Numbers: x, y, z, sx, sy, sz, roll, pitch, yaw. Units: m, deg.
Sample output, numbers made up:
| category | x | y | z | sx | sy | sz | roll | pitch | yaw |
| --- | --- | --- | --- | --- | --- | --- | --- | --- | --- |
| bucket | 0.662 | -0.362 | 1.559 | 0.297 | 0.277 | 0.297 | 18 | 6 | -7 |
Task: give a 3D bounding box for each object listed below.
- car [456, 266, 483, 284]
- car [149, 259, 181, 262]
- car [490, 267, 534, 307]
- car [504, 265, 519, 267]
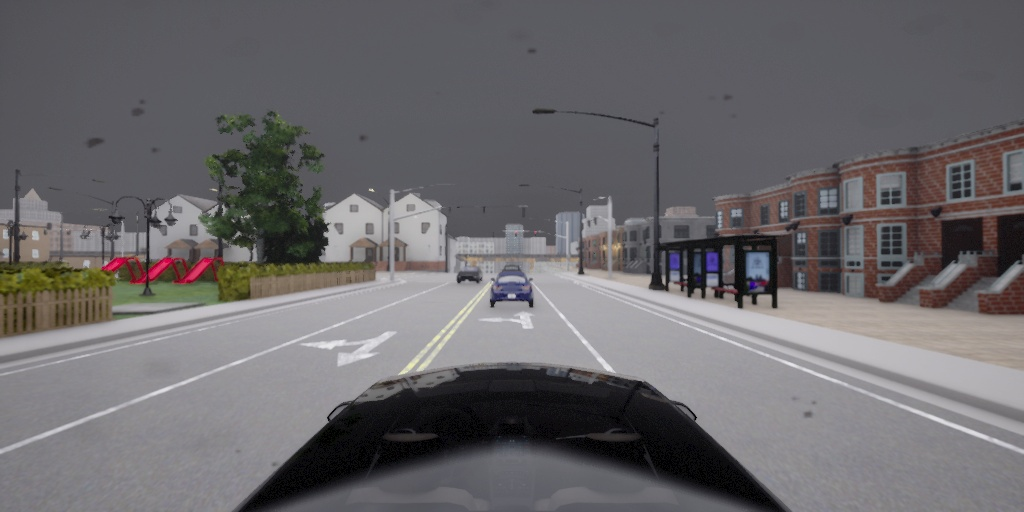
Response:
| category | x | y | z | sx | sy | sz | roll | pitch | yaw |
| --- | --- | --- | --- | --- | --- | --- | --- | --- | --- |
| car | -3.516 | 1.566 | 30.614 | 2.033 | 1.411 | 5.357 | 0 | -1 | 0 |
| car | -44.548 | 1.415 | 45.081 | 5.566 | 2.045 | 2.150 | 0 | -1 | 0 |
| car | -0.004 | 1.411 | 16.227 | 1.812 | 1.442 | 4.674 | 0 | 0 | 0 |
| car | -0.012 | 1.532 | 31.150 | 1.837 | 1.490 | 4.892 | 0 | 0 | 0 |
